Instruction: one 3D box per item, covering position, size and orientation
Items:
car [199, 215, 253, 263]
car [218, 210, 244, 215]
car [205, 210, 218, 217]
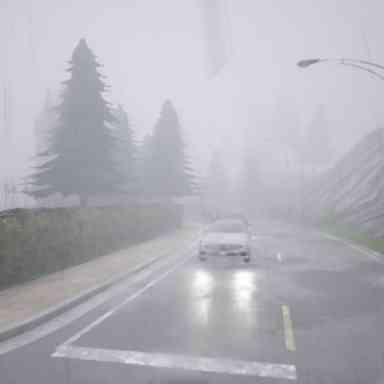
[{"bbox_3d":[1.521,1.893,13.772,1.812,1.442,4.674,-1,-2,12],"label":"car"},{"bbox_3d":[3.060,2.132,24.083,1.837,1.490,4.892,-1,-2,3],"label":"car"},{"bbox_3d":[2.727,2.558,35.696,1.895,1.301,4.718,-1,-2,-8],"label":"car"}]
